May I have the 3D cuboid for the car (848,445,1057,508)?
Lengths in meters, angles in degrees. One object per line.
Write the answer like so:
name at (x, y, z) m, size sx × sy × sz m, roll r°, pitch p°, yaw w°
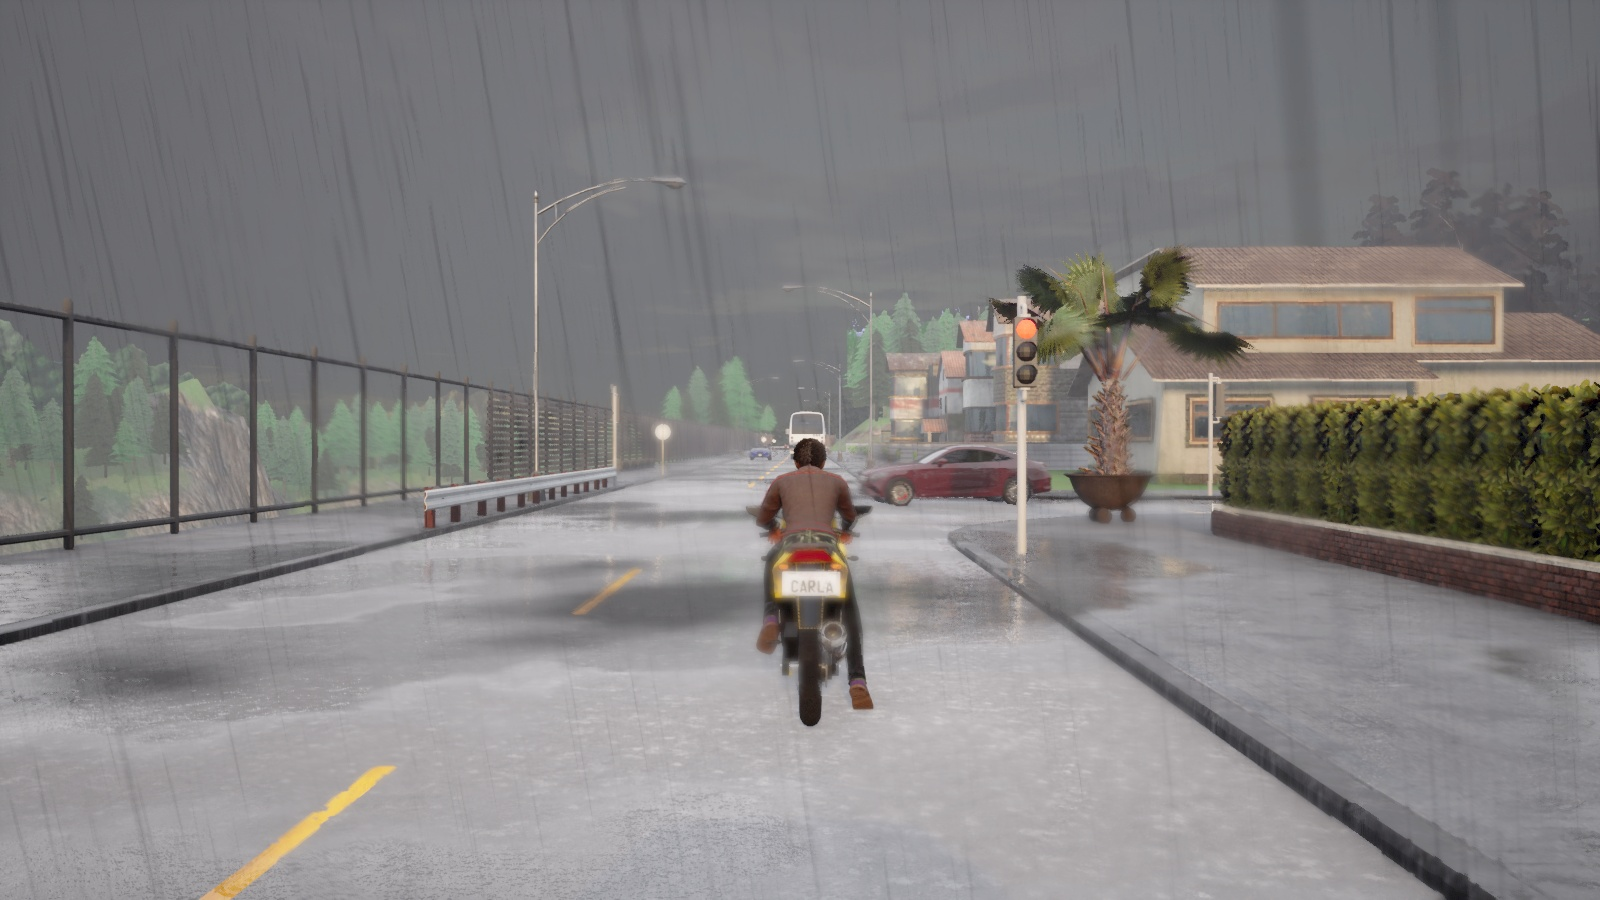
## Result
car at (3.640, 0.604, 30.241) m, size 4.674 × 1.442 × 1.812 m, roll 0°, pitch 0°, yaw -9°

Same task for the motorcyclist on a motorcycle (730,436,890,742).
motorcyclist on a motorcycle at (0.056, 0.688, 7.269) m, size 0.797 × 1.523 × 2.044 m, roll 0°, pitch 0°, yaw 0°
